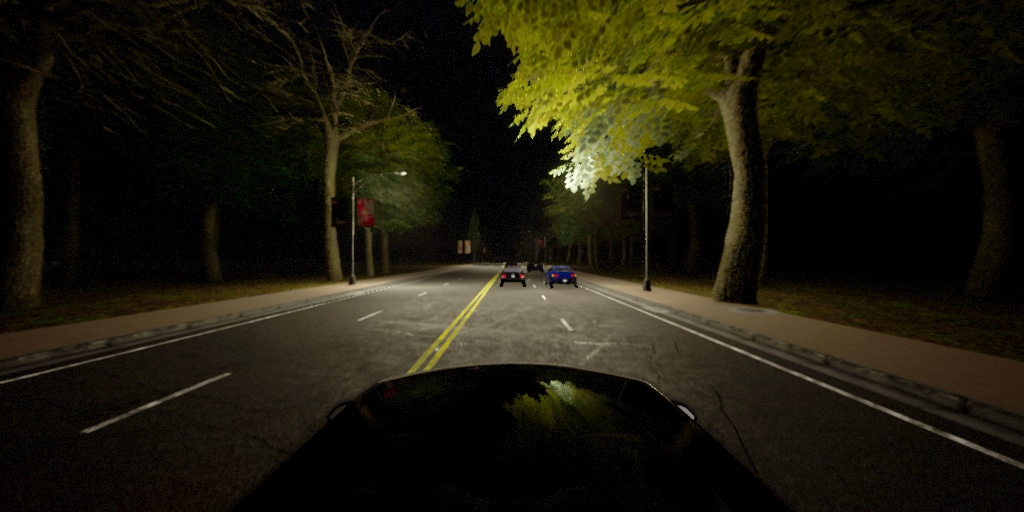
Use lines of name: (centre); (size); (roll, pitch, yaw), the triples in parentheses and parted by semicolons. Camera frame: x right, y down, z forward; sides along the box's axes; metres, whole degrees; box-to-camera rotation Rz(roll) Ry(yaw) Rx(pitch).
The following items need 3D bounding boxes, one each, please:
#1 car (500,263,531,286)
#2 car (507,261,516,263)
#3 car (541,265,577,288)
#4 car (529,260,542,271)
car: (0.060, 1.430, 26.640); (2.033, 1.411, 5.357); (0, 0, 0)
car: (-0.042, 1.511, 50.433); (1.837, 1.490, 4.892); (0, -1, 0)
car: (3.314, 1.399, 24.780); (1.812, 1.442, 4.674); (0, 0, 0)
car: (3.207, 1.361, 50.812); (2.097, 1.767, 4.553); (0, 0, 0)
